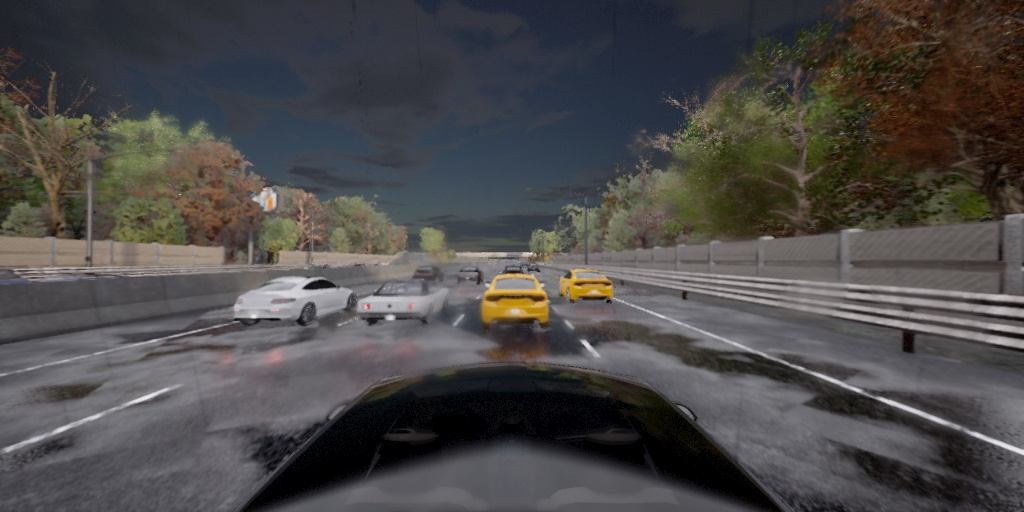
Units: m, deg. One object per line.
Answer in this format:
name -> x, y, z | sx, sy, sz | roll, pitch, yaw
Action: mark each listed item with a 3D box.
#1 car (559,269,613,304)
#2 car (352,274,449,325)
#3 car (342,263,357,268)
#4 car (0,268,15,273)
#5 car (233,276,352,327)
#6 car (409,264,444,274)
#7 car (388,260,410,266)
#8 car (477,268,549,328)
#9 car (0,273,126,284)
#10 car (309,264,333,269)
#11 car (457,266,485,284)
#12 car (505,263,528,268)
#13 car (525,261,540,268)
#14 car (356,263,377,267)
car -> 3.496, 1.401, 17.686 | 1.882, 1.535, 5.008 | 0, -1, 0
car -> -3.401, 1.464, 12.251 | 1.895, 1.301, 4.718 | 0, -1, 0
car -> -24.552, 1.846, 55.341 | 1.837, 1.490, 4.892 | 0, -1, 1
car -> -21.102, 1.223, 13.096 | 2.097, 1.767, 4.553 | 0, -1, 0
car -> -6.903, 1.385, 11.911 | 1.812, 1.442, 4.674 | 0, -1, 0
car -> -6.906, 1.564, 30.168 | 1.837, 1.490, 4.892 | 0, -1, 0
car -> -17.551, 1.569, 55.929 | 2.150, 2.045, 5.566 | 0, -1, 1
car -> 0.098, 1.338, 11.931 | 1.882, 1.535, 5.008 | 0, -1, 0
car -> -17.604, 1.434, 14.539 | 2.033, 1.411, 5.357 | 0, -1, 0
car -> -28.055, 1.874, 52.714 | 1.994, 1.385, 4.181 | 0, -1, 1
car -> -3.404, 1.551, 30.103 | 2.128, 1.511, 4.902 | 0, -1, 0
car -> 0.097, 1.565, 30.141 | 1.837, 1.490, 4.892 | 0, -1, 0
car -> 3.487, 1.928, 60.333 | 1.812, 1.442, 4.674 | 0, -1, 0
car -> -21.066, 1.887, 53.795 | 1.994, 1.385, 4.181 | 0, -1, 0
